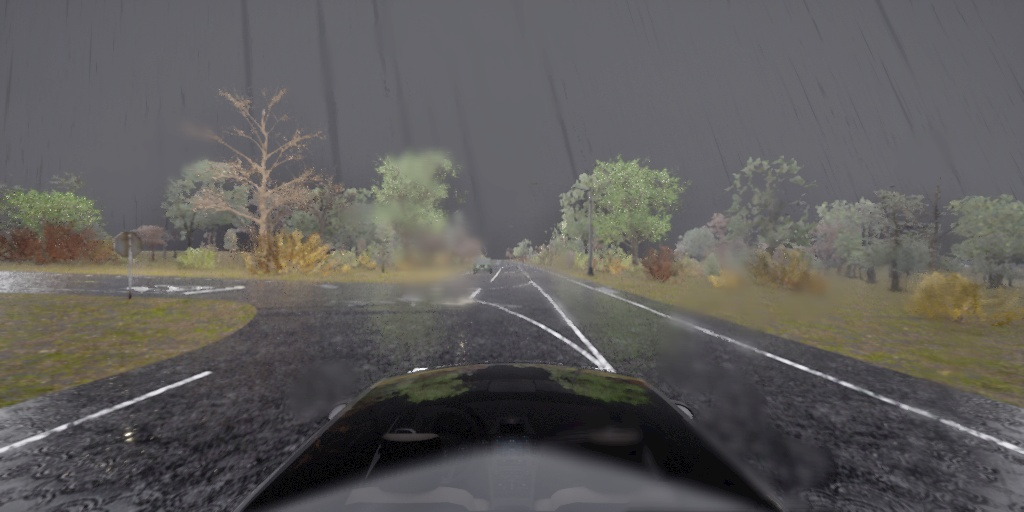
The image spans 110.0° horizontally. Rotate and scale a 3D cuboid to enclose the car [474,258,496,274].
[{"bbox_3d":[-3.585,1.211,45.969,2.150,2.045,5.566,0,0,0],"label":"car"}]
